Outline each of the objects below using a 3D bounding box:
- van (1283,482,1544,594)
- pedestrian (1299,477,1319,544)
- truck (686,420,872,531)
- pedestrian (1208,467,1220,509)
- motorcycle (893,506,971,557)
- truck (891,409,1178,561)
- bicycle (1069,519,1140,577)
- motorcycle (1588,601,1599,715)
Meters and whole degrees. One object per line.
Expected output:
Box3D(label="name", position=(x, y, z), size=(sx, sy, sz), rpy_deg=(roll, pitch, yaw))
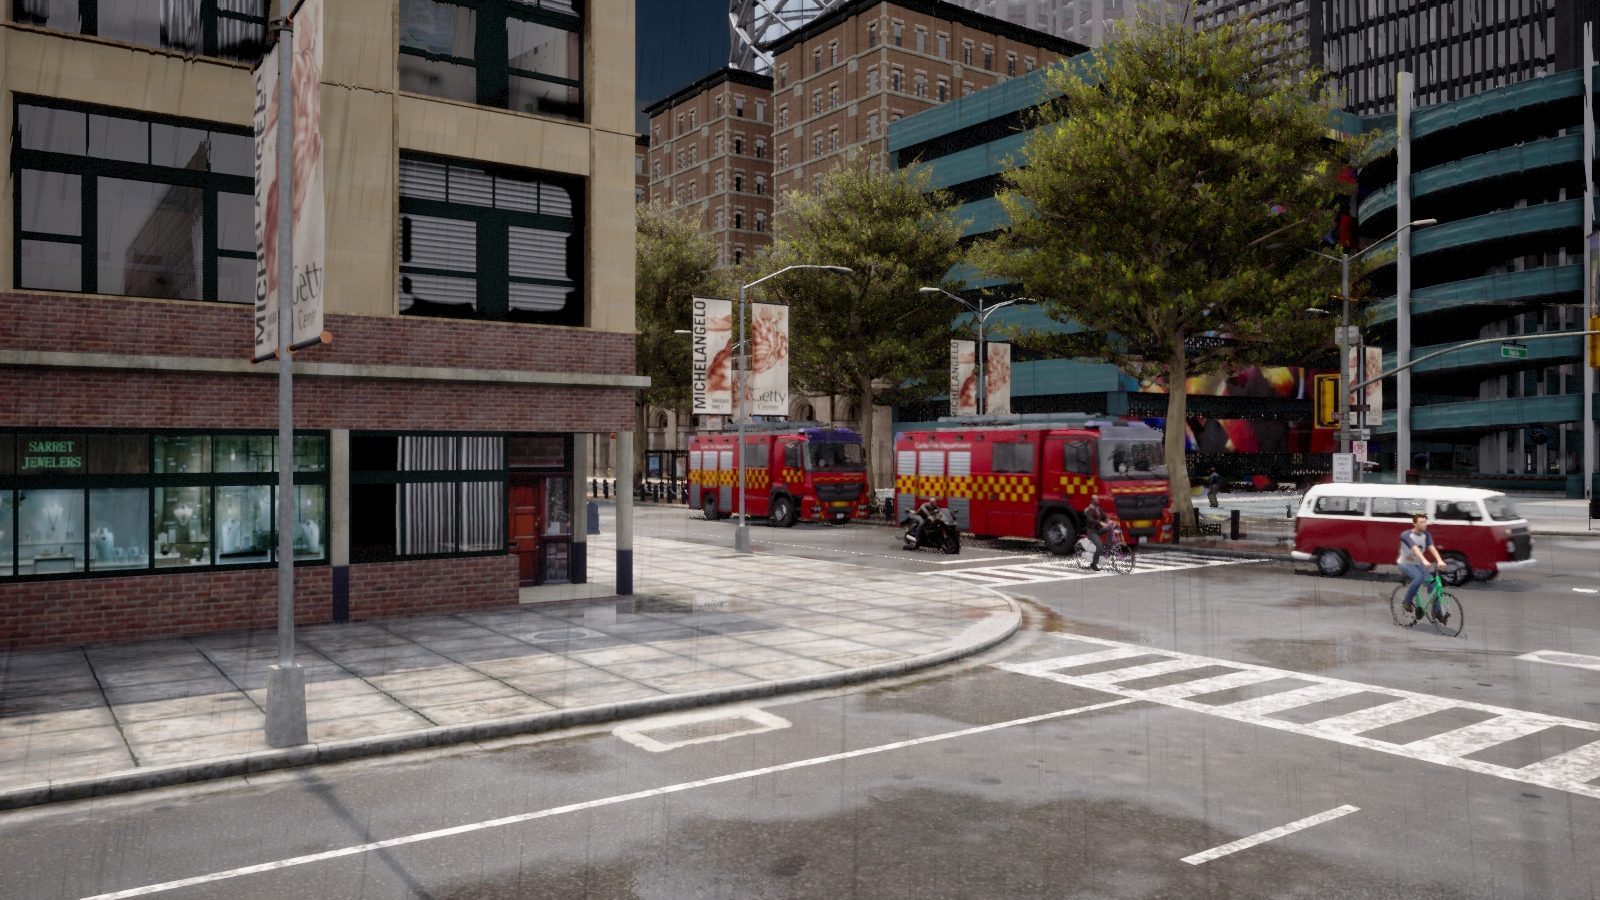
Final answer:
Box3D(label="van", position=(13.064, 1.774, 24.544), size=(2.069, 2.038, 4.480), rpy_deg=(0, 0, -40))
Box3D(label="pedestrian", position=(14.253, 1.692, 32.006), size=(0.375, 1.860, 0.375), rpy_deg=(0, 0, -37))
Box3D(label="truck", position=(-1.018, 0.881, 43.717), size=(2.891, 3.827, 8.468), rpy_deg=(0, 0, -35))
Box3D(label="pedestrian", position=(18.519, 1.679, 51.120), size=(0.375, 1.860, 0.375), rpy_deg=(0, 0, -31))
Box3D(label="motorcycle", position=(3.576, 2.197, 31.150), size=(0.867, 1.251, 2.209), rpy_deg=(0, 0, -35))
Box3D(label="truck", position=(6.462, 0.881, 33.117), size=(2.891, 3.827, 8.468), rpy_deg=(0, 0, -35))
Box3D(label="bicycle", position=(6.897, 2.202, 25.937), size=(0.329, 1.171, 1.835), rpy_deg=(-1, 0, -30))
Box3D(label="motorcycle", position=(8.480, 2.206, 11.274), size=(0.803, 1.145, 2.033), rpy_deg=(-3, 0, 25))
